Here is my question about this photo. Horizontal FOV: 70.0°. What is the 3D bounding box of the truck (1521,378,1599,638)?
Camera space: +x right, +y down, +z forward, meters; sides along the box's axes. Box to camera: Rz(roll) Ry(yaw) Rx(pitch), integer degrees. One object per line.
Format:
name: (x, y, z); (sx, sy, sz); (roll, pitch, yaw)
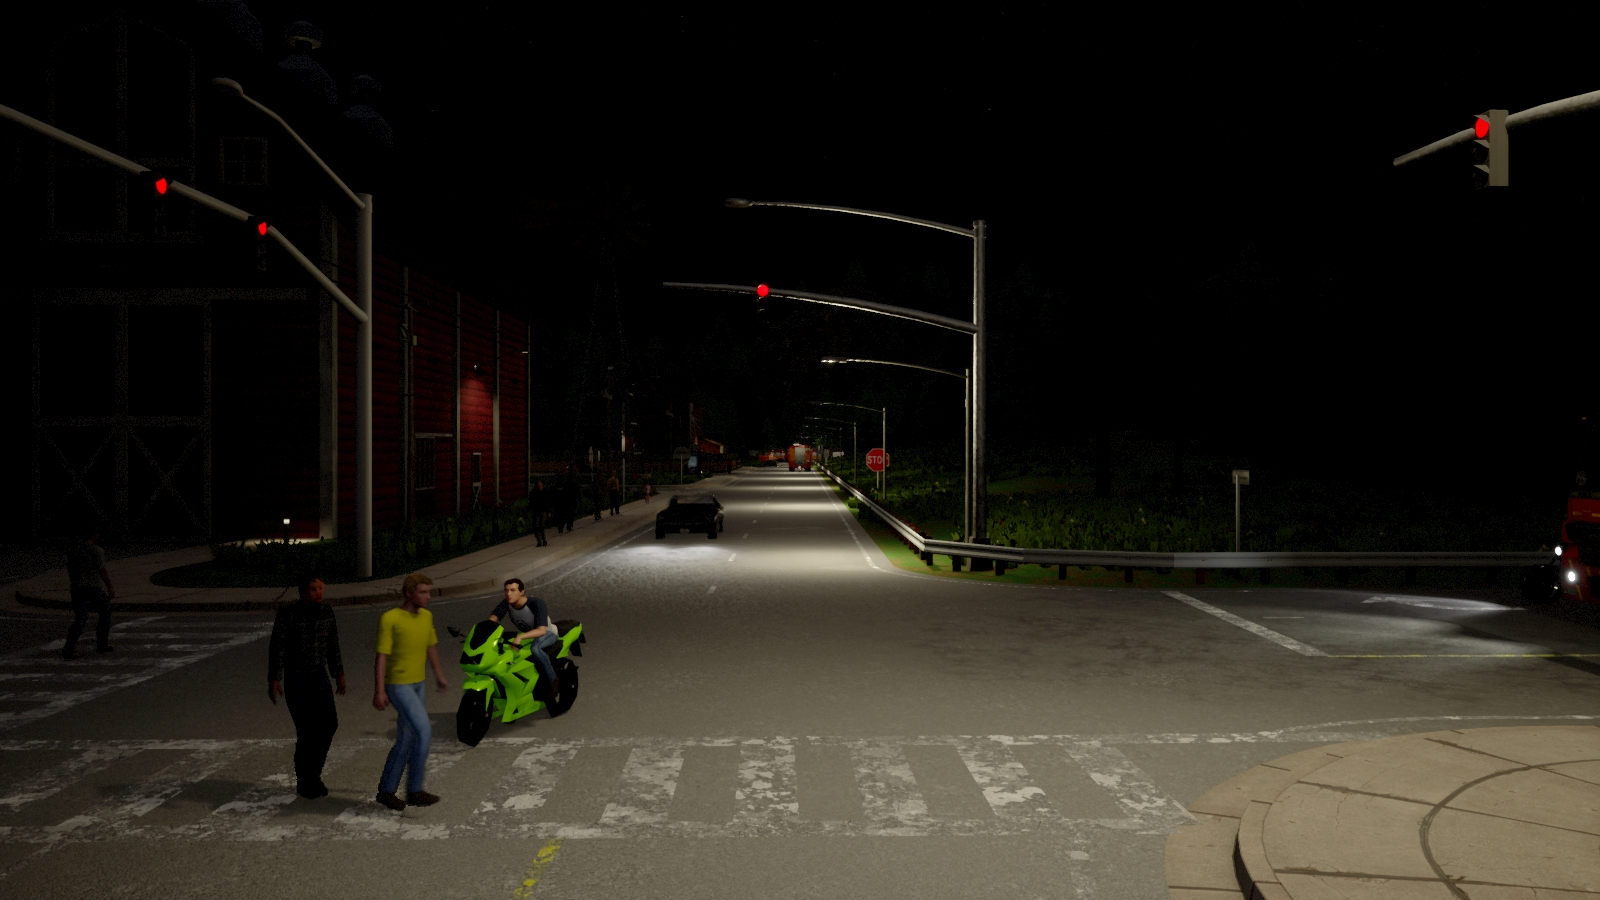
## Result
truck: (15.989, 0.853, 17.220); (8.468, 3.827, 2.891); (0, 0, -1)

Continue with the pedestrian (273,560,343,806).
pedestrian: (-3.923, 1.831, 9.115); (0.375, 1.860, 0.375); (0, 0, 37)

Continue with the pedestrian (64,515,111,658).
pedestrian: (-9.527, 1.812, 15.281); (0.375, 1.860, 0.375); (0, 0, 8)

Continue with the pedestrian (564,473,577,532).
pedestrian: (-7.359, 1.672, 36.618); (0.375, 1.860, 0.375); (0, 0, -9)

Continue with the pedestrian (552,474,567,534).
pedestrian: (-7.478, 1.674, 35.505); (0.375, 1.860, 0.375); (0, 0, 0)

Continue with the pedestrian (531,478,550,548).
pedestrian: (-6.954, 1.678, 30.618); (0.375, 1.860, 0.375); (0, 0, 8)

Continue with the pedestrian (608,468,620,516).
pedestrian: (-7.391, 1.667, 45.367); (0.375, 1.860, 0.375); (0, 0, 9)

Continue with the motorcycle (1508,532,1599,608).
motorcycle: (14.113, 2.131, 20.458); (2.356, 1.277, 0.764); (0, 0, 2)

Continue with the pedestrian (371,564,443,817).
pedestrian: (-3.040, 1.835, 8.841); (0.375, 1.860, 0.375); (0, 0, 21)

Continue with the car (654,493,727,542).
car: (-3.474, 2.133, 36.956); (1.895, 1.301, 4.718); (0, 0, 0)

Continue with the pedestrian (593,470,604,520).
pedestrian: (-7.557, 1.670, 42.887); (0.375, 1.860, 0.375); (0, 0, -1)
